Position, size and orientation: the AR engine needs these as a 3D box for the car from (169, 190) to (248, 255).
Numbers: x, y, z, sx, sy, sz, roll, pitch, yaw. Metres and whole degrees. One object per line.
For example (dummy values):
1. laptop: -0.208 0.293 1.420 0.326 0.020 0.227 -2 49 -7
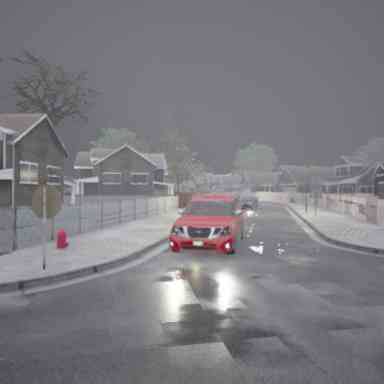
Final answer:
1. car: 0.816 1.158 13.023 2.150 2.045 5.566 0 2 13

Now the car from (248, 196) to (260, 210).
1. car: 5.852 1.100 34.797 2.033 1.411 5.357 0 1 21
